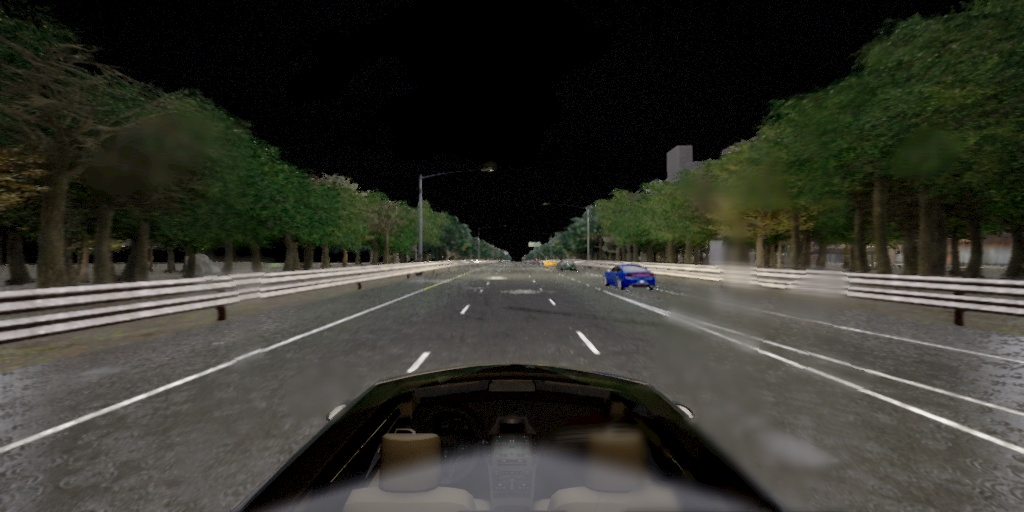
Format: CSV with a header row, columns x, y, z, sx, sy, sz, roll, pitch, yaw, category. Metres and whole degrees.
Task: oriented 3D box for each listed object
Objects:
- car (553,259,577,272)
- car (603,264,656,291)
x,y,z,sx,sy,sz,roll,pitch,yaw,category
7.018,1.129,46.639,2.097,1.767,4.553,0,0,0,car
7.036,1.235,21.946,1.882,1.535,5.008,0,0,-1,car
